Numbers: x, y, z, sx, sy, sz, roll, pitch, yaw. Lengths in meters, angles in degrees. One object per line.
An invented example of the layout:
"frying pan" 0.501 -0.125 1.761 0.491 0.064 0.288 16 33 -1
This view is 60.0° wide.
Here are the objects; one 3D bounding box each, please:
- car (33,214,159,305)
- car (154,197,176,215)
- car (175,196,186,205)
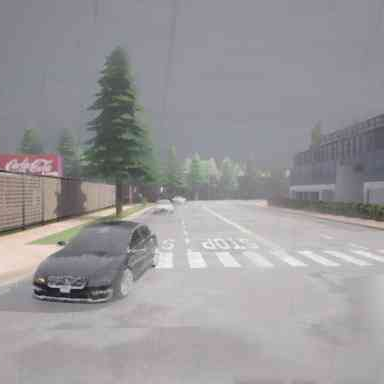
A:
"car" -2.101 1.563 8.607 1.837 1.490 4.892 2 1 6
"car" -2.849 1.541 34.140 1.812 1.442 4.674 0 0 -3
"car" -2.494 1.470 59.611 1.812 1.442 4.674 0 0 19
